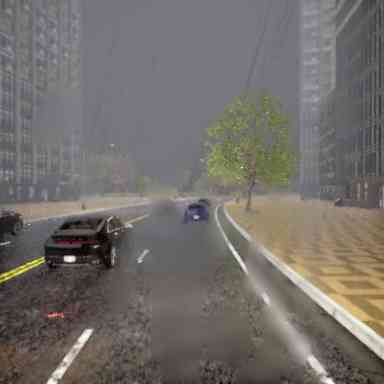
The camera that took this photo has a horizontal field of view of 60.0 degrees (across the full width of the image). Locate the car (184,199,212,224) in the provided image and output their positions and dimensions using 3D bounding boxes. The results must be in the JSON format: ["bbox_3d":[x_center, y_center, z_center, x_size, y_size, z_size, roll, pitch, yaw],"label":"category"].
[{"bbox_3d":[0.388,1.506,24.265,1.812,1.442,4.674,0,0,2],"label":"car"}]

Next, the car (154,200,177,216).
[{"bbox_3d":[-2.493,1.505,31.672,1.812,1.442,4.674,0,0,3],"label":"car"}]

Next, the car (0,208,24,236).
[{"bbox_3d":[-9.809,1.488,15.596,2.128,1.511,4.902,0,0,1],"label":"car"}]

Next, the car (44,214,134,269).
[{"bbox_3d":[-3.181,1.498,11.112,1.837,1.490,4.892,0,0,0],"label":"car"}]
